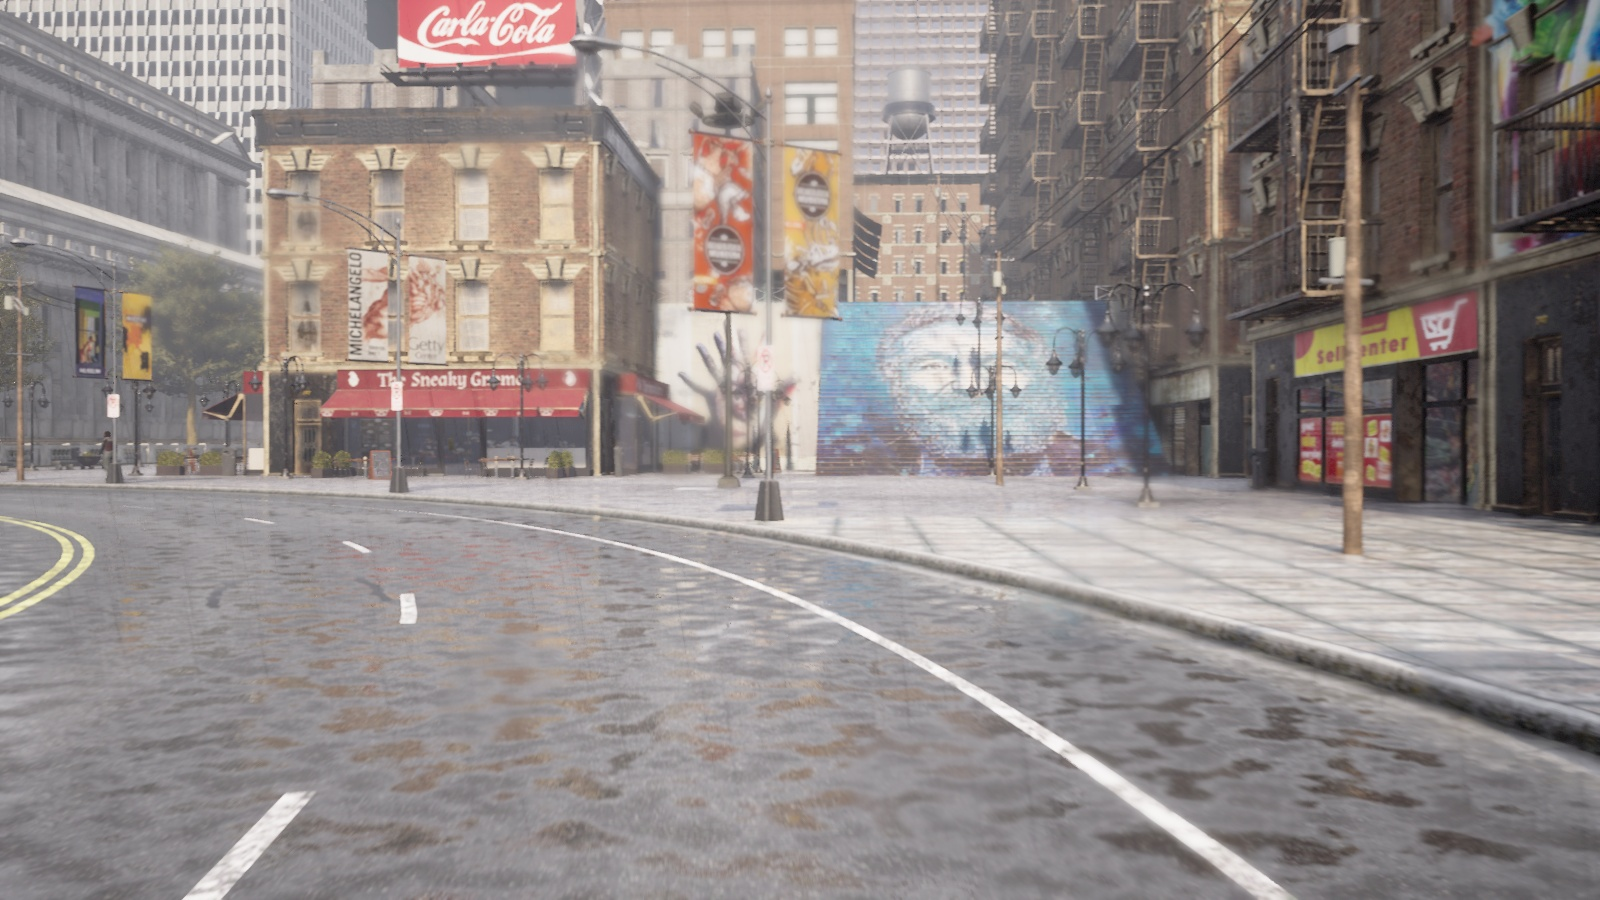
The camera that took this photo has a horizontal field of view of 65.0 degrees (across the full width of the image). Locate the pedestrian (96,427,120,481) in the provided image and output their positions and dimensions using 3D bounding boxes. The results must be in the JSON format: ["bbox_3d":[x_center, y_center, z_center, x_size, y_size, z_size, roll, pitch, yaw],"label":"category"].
[{"bbox_3d":[-25.214,0.143,45.762,0.666,1.930,0.402,0,0,19],"label":"pedestrian"}]
